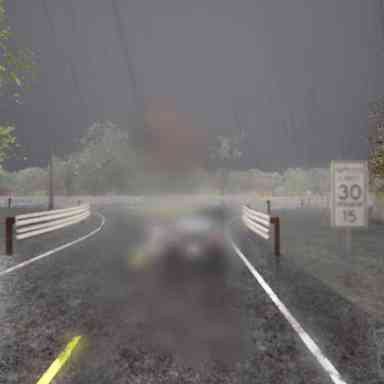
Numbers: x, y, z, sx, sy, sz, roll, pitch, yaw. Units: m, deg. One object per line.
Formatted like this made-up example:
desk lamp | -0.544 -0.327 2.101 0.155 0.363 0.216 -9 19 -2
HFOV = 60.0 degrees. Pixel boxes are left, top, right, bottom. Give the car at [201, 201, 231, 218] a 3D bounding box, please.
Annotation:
car | 1.983 1.468 27.123 1.882 1.535 5.008 0 0 14

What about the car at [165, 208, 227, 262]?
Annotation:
car | 0.104 1.521 12.062 1.812 1.442 4.674 0 0 1
